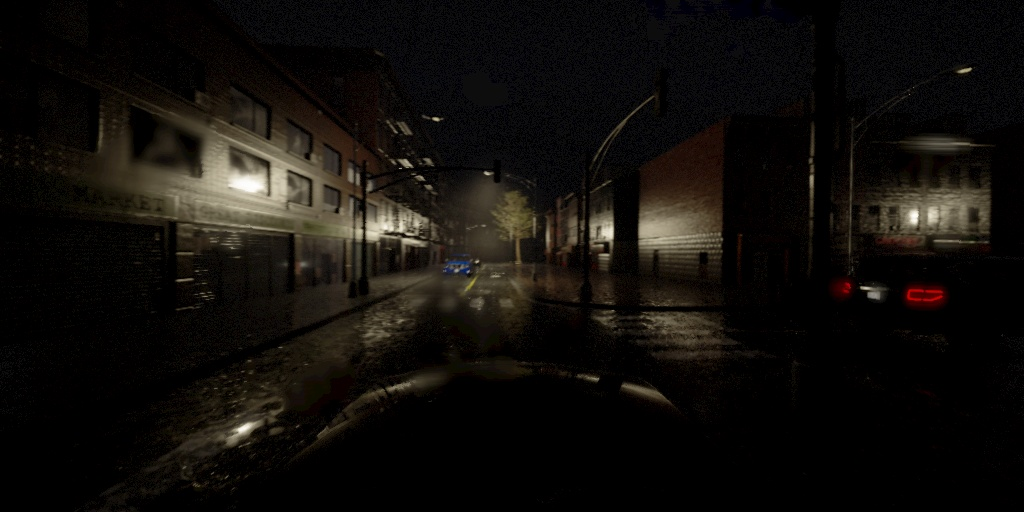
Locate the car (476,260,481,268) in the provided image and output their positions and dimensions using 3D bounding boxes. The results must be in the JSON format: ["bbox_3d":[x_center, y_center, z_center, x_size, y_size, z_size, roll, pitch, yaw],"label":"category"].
[{"bbox_3d":[-5.837,1.093,55.315,1.994,1.385,4.181,1,0,-3],"label":"car"}]

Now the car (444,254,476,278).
[{"bbox_3d":[-4.606,0.822,31.700,2.150,2.045,5.566,1,0,-3],"label":"car"}]

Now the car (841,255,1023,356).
[{"bbox_3d":[10.982,1.006,8.384,5.566,2.045,2.150,0,0,-3],"label":"car"}]
